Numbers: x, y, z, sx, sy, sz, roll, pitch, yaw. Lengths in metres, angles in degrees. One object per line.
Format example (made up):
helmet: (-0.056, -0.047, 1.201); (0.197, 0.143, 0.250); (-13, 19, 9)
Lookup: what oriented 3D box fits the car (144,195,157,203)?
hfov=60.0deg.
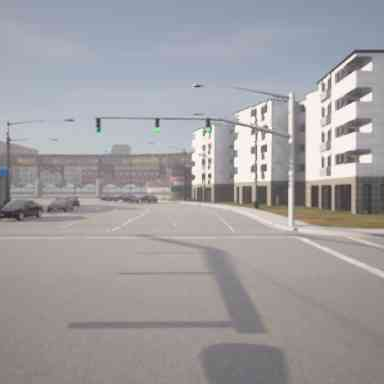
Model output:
car: (-7.927, 1.226, 60.058); (1.837, 1.490, 4.892); (0, 0, -32)

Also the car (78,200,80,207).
car: (-16.364, 1.393, 45.421); (1.895, 1.301, 4.718); (0, 0, -22)

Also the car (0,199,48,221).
car: (-13.555, 1.375, 26.267); (1.882, 1.535, 5.008); (0, 0, -1)

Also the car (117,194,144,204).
car: (-10.803, 1.221, 58.057); (2.128, 1.511, 4.902); (0, 0, -32)

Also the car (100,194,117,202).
car: (-16.309, 1.211, 65.175); (1.812, 1.442, 4.674); (0, 0, -45)

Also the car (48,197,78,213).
car: (-13.971, 1.373, 35.634); (1.812, 1.442, 4.674); (0, 0, -8)

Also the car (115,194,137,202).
car: (-13.403, 1.122, 67.196); (1.837, 1.490, 4.892); (0, 0, -45)
